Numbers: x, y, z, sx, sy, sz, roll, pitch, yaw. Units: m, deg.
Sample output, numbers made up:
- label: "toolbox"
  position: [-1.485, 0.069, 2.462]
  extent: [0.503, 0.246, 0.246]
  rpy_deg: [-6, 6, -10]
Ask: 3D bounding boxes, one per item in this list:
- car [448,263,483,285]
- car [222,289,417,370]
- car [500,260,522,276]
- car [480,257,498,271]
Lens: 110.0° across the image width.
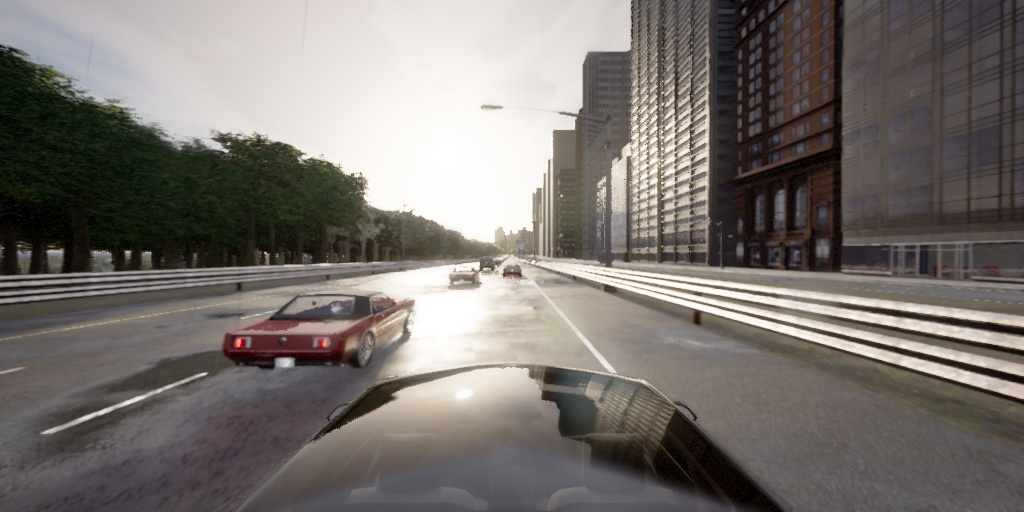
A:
- label: "car"
  position: [-3.541, 1.442, 27.409]
  extent: [1.895, 1.301, 4.718]
  rpy_deg: [0, 0, 0]
- label: "car"
  position: [-3.501, 1.368, 7.754]
  extent: [1.895, 1.301, 4.718]
  rpy_deg: [0, 0, 0]
- label: "car"
  position: [0.014, 1.463, 39.223]
  extent: [1.994, 1.385, 4.181]
  rpy_deg: [0, 0, 0]
- label: "car"
  position: [-3.656, 1.192, 53.439]
  extent: [2.150, 2.045, 5.566]
  rpy_deg: [0, 0, 0]
